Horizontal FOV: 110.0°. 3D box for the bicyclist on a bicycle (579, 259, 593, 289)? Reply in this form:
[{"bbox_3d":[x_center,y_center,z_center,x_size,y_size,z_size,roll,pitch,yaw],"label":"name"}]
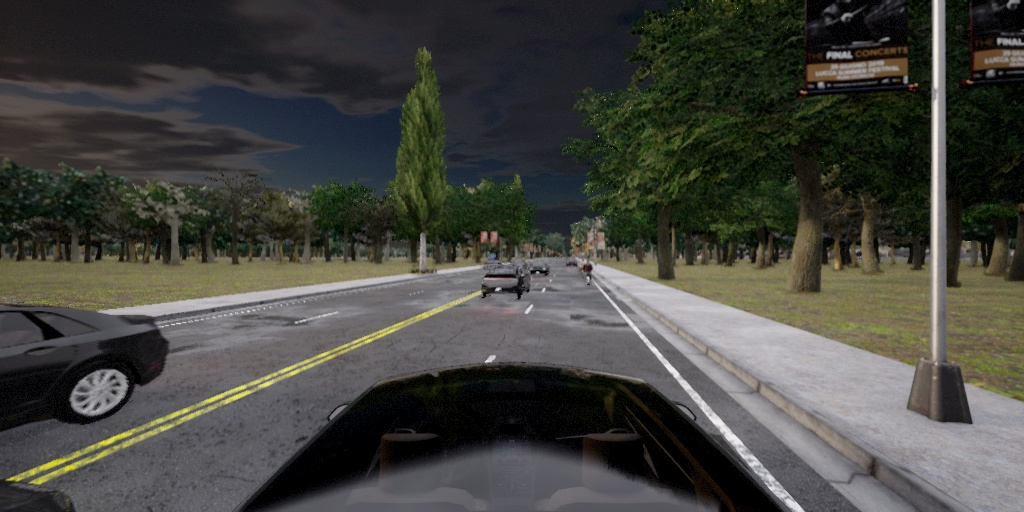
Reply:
[{"bbox_3d":[4.495,1.073,21.278,0.659,1.776,1.843,0,0,9],"label":"bicyclist on a bicycle"}]

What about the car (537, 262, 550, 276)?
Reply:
[{"bbox_3d":[2.806,1.264,36.048,1.895,1.301,4.718,0,0,9],"label":"car"}]

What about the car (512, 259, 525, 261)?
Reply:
[{"bbox_3d":[0.765,1.130,44.954,2.128,1.511,4.902,0,0,9],"label":"car"}]

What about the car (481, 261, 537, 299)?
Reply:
[{"bbox_3d":[-0.183,1.200,17.716,2.128,1.511,4.902,0,0,9],"label":"car"}]

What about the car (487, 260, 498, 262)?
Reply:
[{"bbox_3d":[-2.435,1.199,45.528,1.994,1.385,4.181,0,0,9],"label":"car"}]

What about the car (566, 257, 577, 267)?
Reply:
[{"bbox_3d":[10.285,1.204,61.736,1.895,1.301,4.718,0,0,9],"label":"car"}]

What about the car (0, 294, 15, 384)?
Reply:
[{"bbox_3d":[-9.239,1.302,3.805,1.994,1.385,4.181,0,0,9],"label":"car"}]

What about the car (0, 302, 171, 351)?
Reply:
[{"bbox_3d":[-6.063,1.247,3.091,1.837,1.490,4.892,0,0,9],"label":"car"}]
